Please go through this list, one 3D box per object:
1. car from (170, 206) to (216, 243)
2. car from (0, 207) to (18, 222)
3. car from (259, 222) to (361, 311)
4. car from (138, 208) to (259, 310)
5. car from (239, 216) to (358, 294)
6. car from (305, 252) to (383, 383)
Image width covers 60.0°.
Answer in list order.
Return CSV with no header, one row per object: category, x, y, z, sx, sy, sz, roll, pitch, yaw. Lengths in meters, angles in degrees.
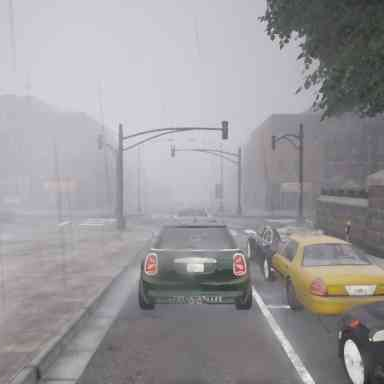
car,0.035,1.555,17.412,2.033,1.411,5.357,0,0,0
car,-14.727,1.426,23.071,4.892,1.490,1.837,1,1,0
car,2.685,1.523,7.597,1.752,1.417,4.829,-1,0,0
car,0.076,1.350,7.978,2.097,1.767,4.553,0,0,0
car,2.664,1.548,9.571,2.008,1.369,4.403,-1,0,0
car,2.625,1.550,2.435,2.008,1.369,4.403,-1,0,0
